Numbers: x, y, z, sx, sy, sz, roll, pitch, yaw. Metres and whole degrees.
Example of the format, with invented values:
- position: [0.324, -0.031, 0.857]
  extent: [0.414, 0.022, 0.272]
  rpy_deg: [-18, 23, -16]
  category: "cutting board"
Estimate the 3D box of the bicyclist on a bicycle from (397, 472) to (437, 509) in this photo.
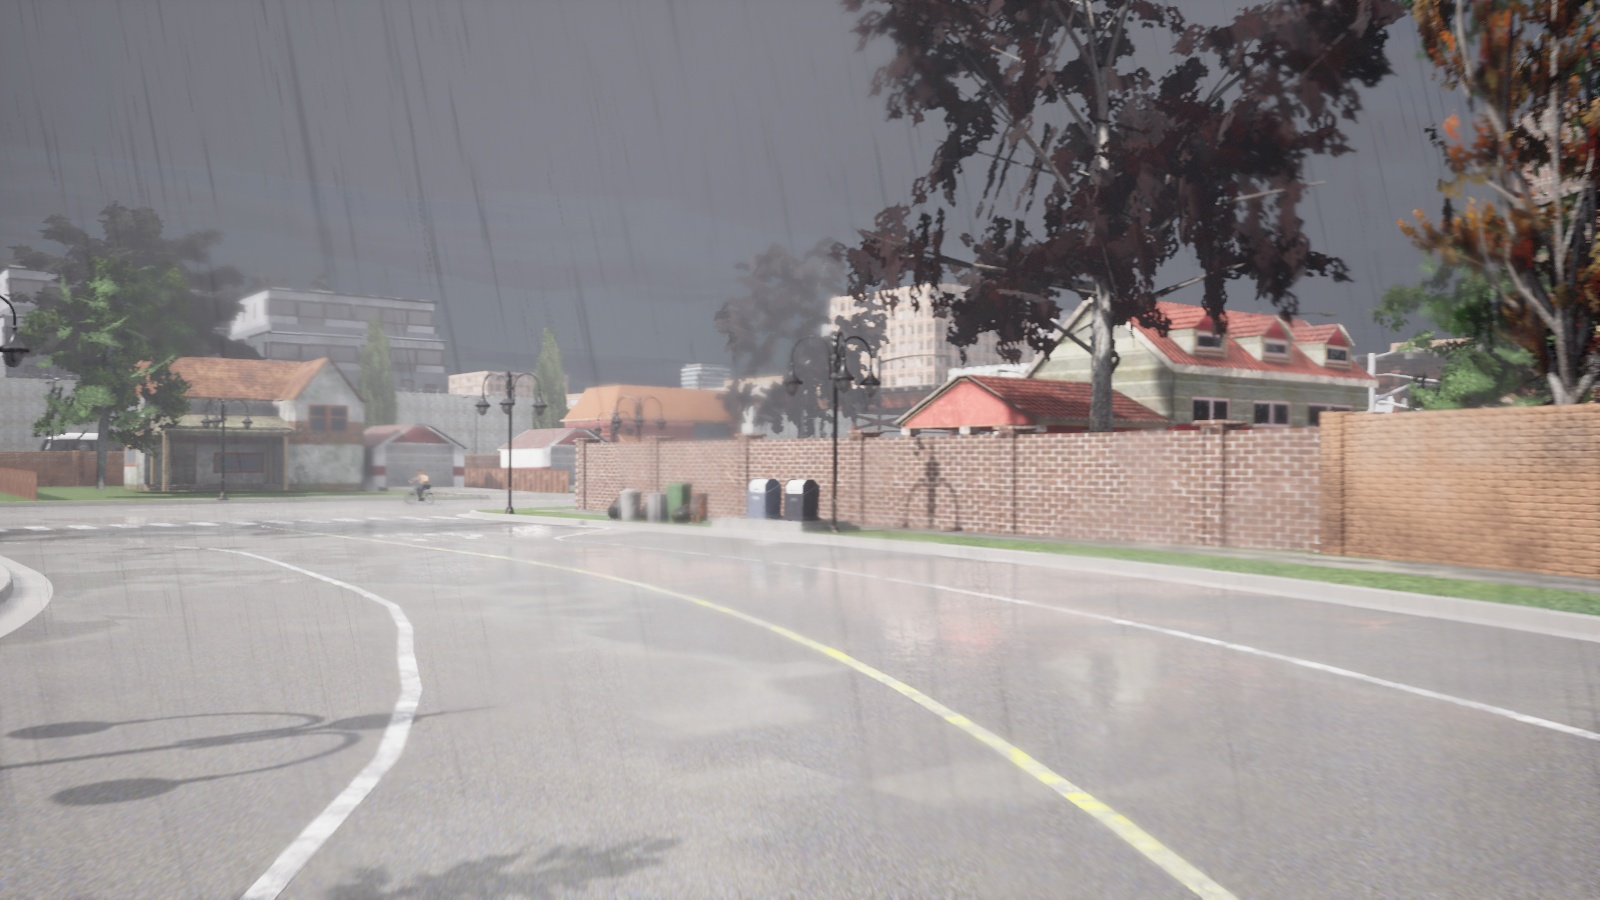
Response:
- position: [-17.260, 1.821, 56.571]
  extent: [0.866, 1.612, 1.509]
  rpy_deg: [0, 0, 37]
  category: "bicyclist on a bicycle"
